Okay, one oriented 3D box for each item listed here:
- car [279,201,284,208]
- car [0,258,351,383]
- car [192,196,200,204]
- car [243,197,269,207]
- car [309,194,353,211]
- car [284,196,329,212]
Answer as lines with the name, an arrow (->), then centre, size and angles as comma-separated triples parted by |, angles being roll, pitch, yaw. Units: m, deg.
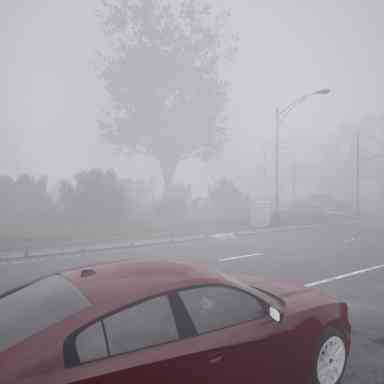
car -> 11.447, 1.517, 48.742 | 1.812, 1.442, 4.674 | 0, 0, -33
car -> -0.284, 1.478, 3.542 | 5.008, 1.535, 1.882 | 0, 0, -35
car -> -0.243, 1.457, 60.273 | 1.812, 1.442, 4.674 | 0, 0, -34
car -> 8.548, 1.469, 46.777 | 1.882, 1.535, 5.008 | 0, 0, -33
car -> 16.626, 1.221, 40.549 | 2.150, 2.045, 5.566 | 0, 0, -32
car -> 13.380, 1.564, 39.138 | 1.994, 1.385, 4.181 | 0, 0, -32
